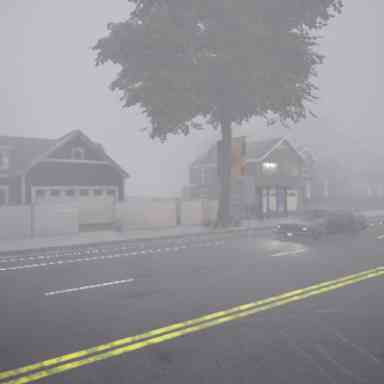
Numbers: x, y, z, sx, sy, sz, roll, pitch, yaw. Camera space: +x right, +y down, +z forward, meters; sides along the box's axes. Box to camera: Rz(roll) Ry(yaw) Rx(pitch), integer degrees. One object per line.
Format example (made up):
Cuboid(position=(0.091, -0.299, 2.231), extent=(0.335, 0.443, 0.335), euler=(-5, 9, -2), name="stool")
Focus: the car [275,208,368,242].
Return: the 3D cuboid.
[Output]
Cuboid(position=(6.487, 1.477, 16.261), extent=(5.357, 1.411, 2.033), euler=(0, 0, -35), name="car")
